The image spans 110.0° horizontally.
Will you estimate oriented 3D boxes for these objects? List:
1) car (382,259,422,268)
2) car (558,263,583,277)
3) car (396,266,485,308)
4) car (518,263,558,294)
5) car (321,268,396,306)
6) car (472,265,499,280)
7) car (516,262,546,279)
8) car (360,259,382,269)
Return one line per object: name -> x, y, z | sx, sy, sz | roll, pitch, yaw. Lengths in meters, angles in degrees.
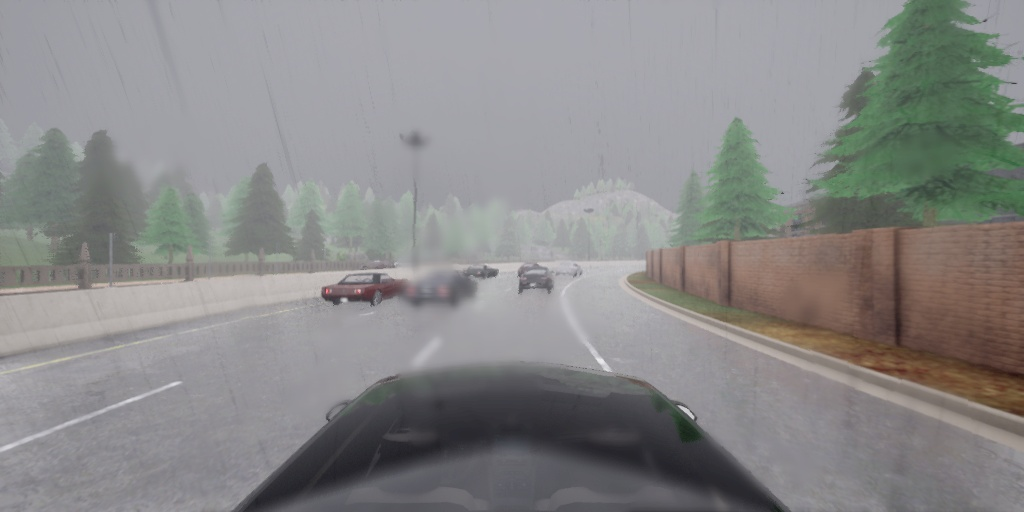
car -> -11.819, 1.044, 39.795 | 1.812, 1.442, 4.674 | 0, 0, 19
car -> 6.002, 1.402, 36.961 | 1.812, 1.442, 4.674 | 0, 0, 21
car -> -2.814, 1.352, 15.591 | 2.033, 1.411, 5.357 | 0, 0, 7
car -> 1.532, 1.346, 20.879 | 1.812, 1.442, 4.674 | 0, 0, 9
car -> -6.245, 1.411, 16.086 | 1.895, 1.301, 4.718 | 0, 0, 6
car -> -2.755, 1.471, 33.022 | 1.895, 1.301, 4.718 | 0, 0, 16
car -> 1.969, 1.403, 36.118 | 1.812, 1.442, 4.674 | 0, 0, 19
car -> -15.130, 1.090, 40.930 | 1.812, 1.442, 4.674 | 0, 0, 19
